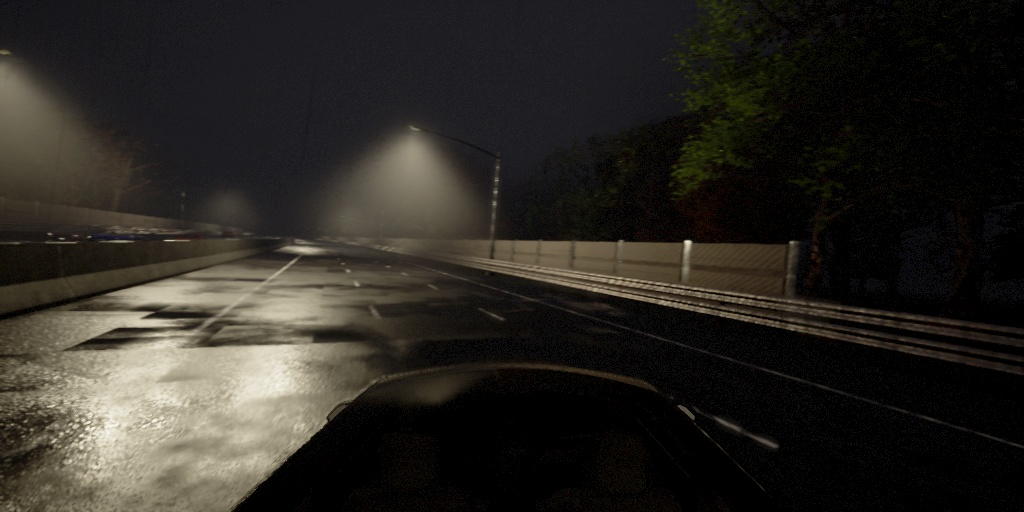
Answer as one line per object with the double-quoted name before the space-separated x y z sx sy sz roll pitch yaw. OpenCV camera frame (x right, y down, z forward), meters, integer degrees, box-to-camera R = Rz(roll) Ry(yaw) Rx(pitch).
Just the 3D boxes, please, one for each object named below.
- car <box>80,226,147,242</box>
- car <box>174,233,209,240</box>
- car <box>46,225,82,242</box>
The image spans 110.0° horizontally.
"car" -31.033 -1.375 28.274 1.895 1.301 4.718 4 1 -28
"car" -29.867 -1.398 33.569 1.812 1.442 4.674 4 1 -28
"car" -35.844 -1.835 29.950 2.033 1.411 5.357 4 1 -27
